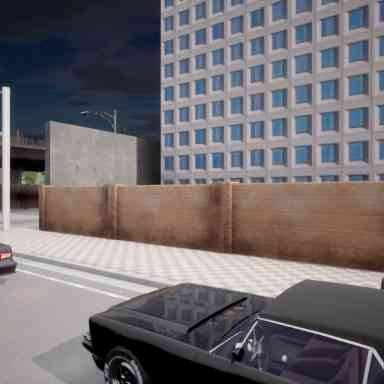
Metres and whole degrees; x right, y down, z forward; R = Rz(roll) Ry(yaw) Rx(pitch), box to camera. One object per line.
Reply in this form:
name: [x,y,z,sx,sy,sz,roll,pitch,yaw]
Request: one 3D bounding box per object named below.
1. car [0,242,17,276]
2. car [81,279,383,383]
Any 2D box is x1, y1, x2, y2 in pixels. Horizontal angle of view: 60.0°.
car: [-6.747,1.547,8.804,5.357,1.411,2.033,0,0,36]
car: [1.059,1.601,3.229,4.718,1.301,1.895,0,0,36]
